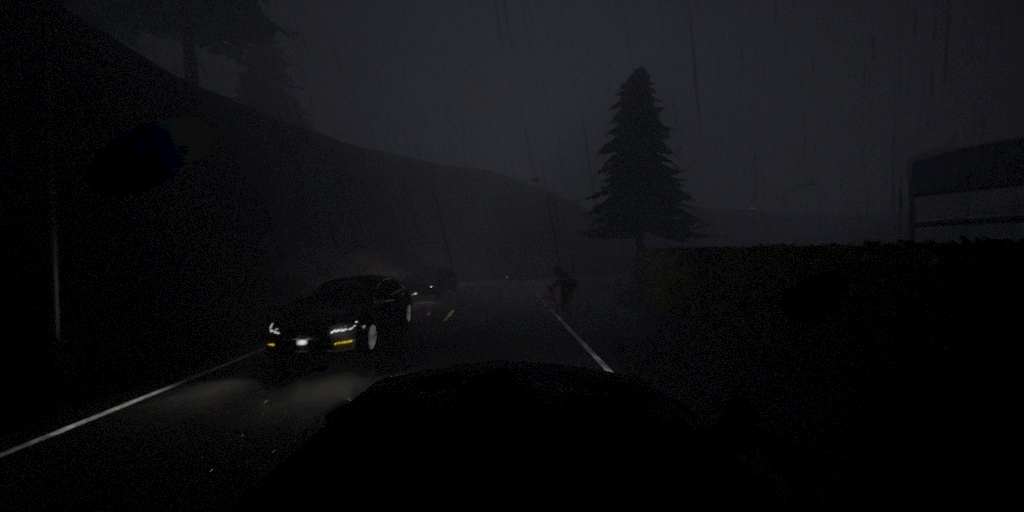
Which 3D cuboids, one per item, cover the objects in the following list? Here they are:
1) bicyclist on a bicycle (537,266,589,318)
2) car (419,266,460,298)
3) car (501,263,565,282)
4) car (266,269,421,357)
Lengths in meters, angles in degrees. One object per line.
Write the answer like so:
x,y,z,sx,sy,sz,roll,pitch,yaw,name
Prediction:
1.573,1.124,11.137,1.656,1.620,0.582,-1,0,-2,bicyclist on a bicycle
-4.080,1.249,18.567,2.033,1.411,5.357,-1,0,5,car
1.565,1.176,26.899,4.718,1.301,1.895,-1,0,-28,car
-3.782,1.262,8.760,1.837,1.490,4.892,-1,0,-2,car
